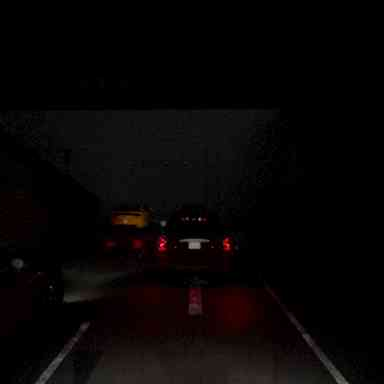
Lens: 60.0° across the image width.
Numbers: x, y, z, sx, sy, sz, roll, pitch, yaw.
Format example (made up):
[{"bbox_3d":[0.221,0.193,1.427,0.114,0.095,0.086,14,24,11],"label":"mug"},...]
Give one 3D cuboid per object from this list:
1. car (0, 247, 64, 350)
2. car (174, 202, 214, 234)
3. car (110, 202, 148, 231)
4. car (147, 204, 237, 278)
[{"bbox_3d":[-3.440,1.322,4.358,2.097,1.767,4.553,0,0,0],"label":"car"},{"bbox_3d":[0.078,1.415,19.616,2.033,1.411,5.357,0,0,0],"label":"car"},{"bbox_3d":[-3.423,1.347,19.508,1.882,1.535,5.008,0,0,0],"label":"car"},{"bbox_3d":[0.070,1.284,10.088,2.097,1.767,4.553,0,0,0],"label":"car"}]
